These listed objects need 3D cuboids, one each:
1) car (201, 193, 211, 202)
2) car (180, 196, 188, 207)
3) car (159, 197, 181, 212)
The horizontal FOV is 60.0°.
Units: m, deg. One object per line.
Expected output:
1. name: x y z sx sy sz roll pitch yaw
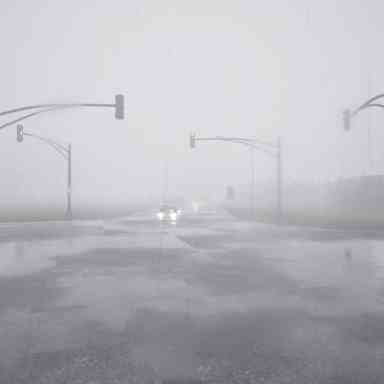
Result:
1. car: 3.222 1.193 76.665 2.150 2.045 5.566 0 0 5
2. car: -2.207 1.485 49.653 2.128 1.511 4.902 0 0 3
3. car: -2.701 1.599 39.588 1.895 1.301 4.718 0 0 3
